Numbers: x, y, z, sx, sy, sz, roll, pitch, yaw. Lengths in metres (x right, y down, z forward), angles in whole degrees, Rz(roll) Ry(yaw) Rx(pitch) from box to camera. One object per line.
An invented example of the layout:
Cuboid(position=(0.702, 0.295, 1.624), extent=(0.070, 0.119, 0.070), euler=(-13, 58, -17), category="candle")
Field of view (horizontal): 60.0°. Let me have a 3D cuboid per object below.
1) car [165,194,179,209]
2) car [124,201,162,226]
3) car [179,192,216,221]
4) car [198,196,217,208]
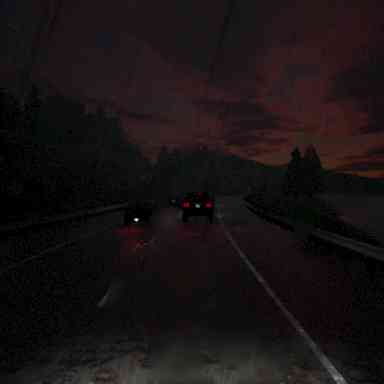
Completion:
Cuboid(position=(-1.835, 1.046, 39.025), extent=(2.097, 1.767, 4.553), euler=(0, 0, 6), category="car")
Cuboid(position=(-3.126, 1.337, 21.713), extent=(1.837, 1.490, 4.892), euler=(0, 0, 2), category="car")
Cuboid(position=(0.531, 1.023, 25.033), extent=(2.150, 2.045, 5.566), euler=(0, 0, 3), category="car")
Cuboid(position=(2.013, 1.214, 42.175), extent=(2.033, 1.411, 5.357), euler=(0, 0, 7), category="car")
